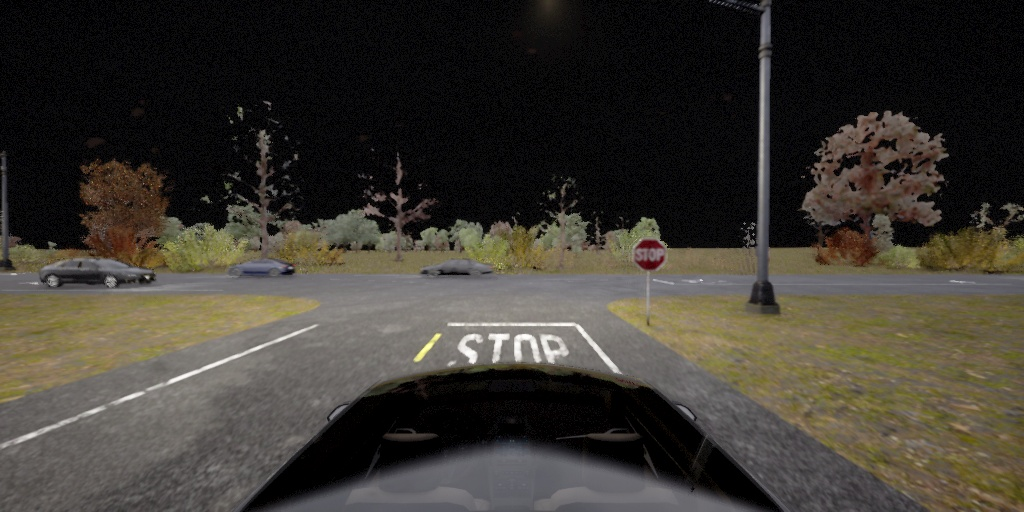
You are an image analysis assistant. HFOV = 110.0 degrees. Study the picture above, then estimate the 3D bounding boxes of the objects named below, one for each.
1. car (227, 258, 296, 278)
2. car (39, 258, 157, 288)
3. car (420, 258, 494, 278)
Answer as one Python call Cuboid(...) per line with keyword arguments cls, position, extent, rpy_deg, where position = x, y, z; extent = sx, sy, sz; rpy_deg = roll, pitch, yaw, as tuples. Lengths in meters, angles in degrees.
Cuboid(cls="car", position=(-18.240, 0.834, 26.265), extent=(4.181, 1.385, 1.994), rpy_deg=(0, 1, -2))
Cuboid(cls="car", position=(-21.986, 0.888, 19.152), extent=(4.892, 1.490, 1.837), rpy_deg=(0, 1, -2))
Cuboid(cls="car", position=(-4.019, 0.878, 26.665), extent=(5.357, 1.411, 2.033), rpy_deg=(0, 1, -1))
